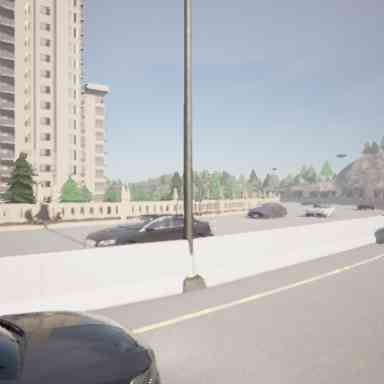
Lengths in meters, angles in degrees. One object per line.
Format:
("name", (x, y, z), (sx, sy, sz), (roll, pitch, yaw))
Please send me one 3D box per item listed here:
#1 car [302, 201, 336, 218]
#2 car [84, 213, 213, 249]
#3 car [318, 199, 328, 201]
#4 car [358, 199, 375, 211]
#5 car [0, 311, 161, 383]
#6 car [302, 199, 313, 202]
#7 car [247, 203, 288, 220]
("car", (12.477, 1.782, 32.234), (1.895, 1.301, 4.718), (0, -1, 35))
("car", (-1.406, 1.542, 12.060), (4.902, 1.511, 2.128), (0, 0, -40))
("car", (27.506, 2.105, 69.840), (1.994, 1.385, 4.181), (0, -1, 9))
("car", (24.469, 1.788, 46.729), (1.882, 1.535, 5.008), (0, -1, 24))
("car", (-2.505, 1.514, 2.094), (4.892, 1.490, 1.837), (0, 0, -36))
("car", (23.606, 2.096, 67.625), (1.994, 1.385, 4.181), (0, -1, 12))
("car", (7.119, 1.713, 30.793), (2.033, 1.411, 5.357), (0, 0, 38))
